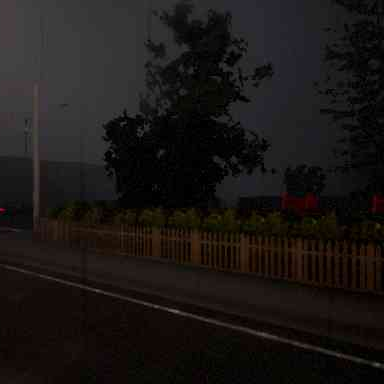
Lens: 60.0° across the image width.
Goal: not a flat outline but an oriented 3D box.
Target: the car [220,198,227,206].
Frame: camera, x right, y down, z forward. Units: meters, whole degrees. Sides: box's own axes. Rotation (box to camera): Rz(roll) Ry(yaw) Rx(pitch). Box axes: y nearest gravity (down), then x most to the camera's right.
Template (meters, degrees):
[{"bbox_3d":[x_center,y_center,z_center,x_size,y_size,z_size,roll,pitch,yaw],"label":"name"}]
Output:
[{"bbox_3d":[3.687,1.611,53.308,2.033,1.411,5.357,0,0,35],"label":"car"}]

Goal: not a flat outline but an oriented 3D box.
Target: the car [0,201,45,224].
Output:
[{"bbox_3d":[-12.060,1.437,24.981,2.128,1.511,4.902,0,0,35],"label":"car"}]
